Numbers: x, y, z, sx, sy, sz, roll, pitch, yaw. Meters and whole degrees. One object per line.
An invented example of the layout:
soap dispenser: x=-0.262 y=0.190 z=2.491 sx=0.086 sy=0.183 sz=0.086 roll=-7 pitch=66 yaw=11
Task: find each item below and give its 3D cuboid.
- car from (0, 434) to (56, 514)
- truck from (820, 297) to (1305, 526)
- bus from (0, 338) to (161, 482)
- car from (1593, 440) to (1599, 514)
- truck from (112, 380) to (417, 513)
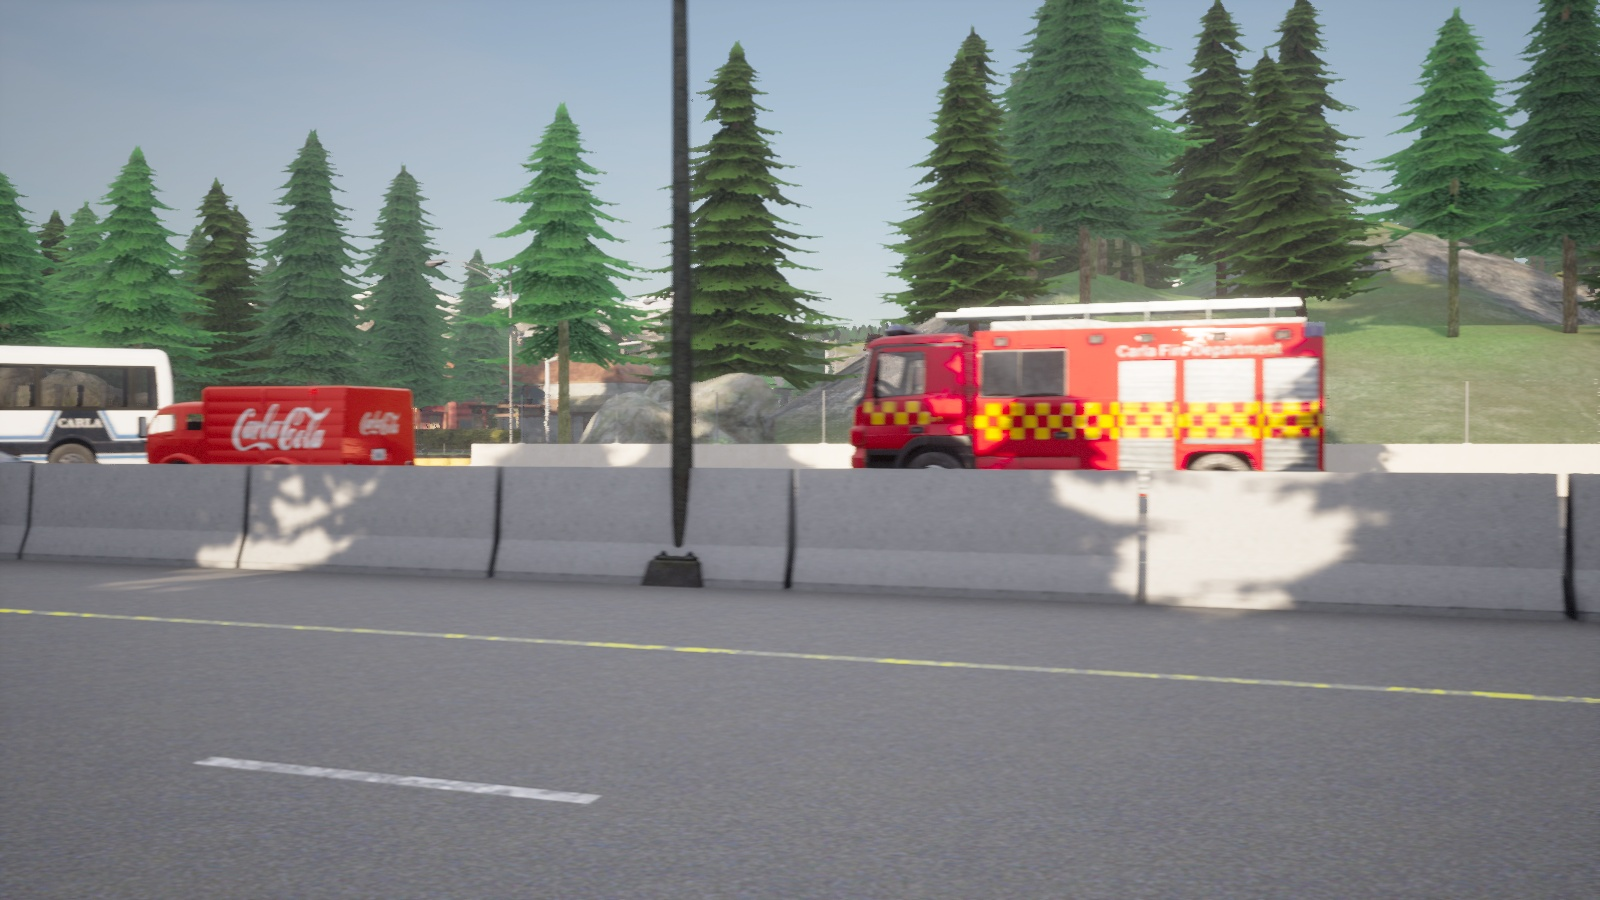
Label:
car: x=-16.519 y=0.413 z=23.521 sx=4.674 sy=1.442 sz=1.812 roll=1 pitch=1 yaw=19
truck: x=4.866 y=-0.699 z=23.694 sx=8.468 sy=3.827 sz=2.891 roll=1 pitch=1 yaw=19
bus: x=-25.430 y=-1.263 z=38.313 sx=10.273 sy=4.253 sz=3.944 roll=-1 pitch=3 yaw=-31
car: x=17.550 y=0.548 z=23.135 sx=4.674 sy=1.442 sz=1.812 roll=1 pitch=1 yaw=19
truck: x=-10.711 y=-0.105 z=25.252 sx=5.204 sy=2.467 sz=2.627 roll=1 pitch=1 yaw=19
